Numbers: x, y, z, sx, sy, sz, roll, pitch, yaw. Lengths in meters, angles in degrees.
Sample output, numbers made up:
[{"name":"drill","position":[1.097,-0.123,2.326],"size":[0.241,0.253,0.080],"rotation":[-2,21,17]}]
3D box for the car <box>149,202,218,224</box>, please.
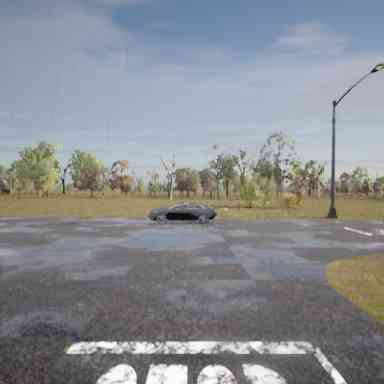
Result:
[{"name":"car","position":[-0.587,1.461,23.781],"size":[4.902,1.511,2.128],"rotation":[1,0,0]}]
